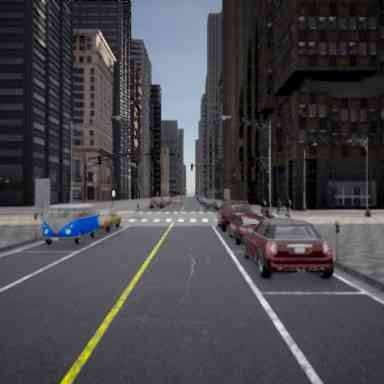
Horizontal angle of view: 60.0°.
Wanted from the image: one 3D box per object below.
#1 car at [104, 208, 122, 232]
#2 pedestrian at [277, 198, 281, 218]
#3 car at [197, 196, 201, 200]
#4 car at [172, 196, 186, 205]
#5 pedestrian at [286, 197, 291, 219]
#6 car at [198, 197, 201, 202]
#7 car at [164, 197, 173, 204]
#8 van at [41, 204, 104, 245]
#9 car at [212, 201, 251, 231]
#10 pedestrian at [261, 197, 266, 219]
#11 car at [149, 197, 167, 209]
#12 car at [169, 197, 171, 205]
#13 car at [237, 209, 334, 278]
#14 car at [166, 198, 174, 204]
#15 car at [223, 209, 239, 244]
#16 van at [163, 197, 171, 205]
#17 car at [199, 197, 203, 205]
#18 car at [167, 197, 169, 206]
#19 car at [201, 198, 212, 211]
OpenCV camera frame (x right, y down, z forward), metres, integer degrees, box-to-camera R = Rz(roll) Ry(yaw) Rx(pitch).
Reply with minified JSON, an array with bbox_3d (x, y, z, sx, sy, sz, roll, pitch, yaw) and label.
[{"bbox_3d":[-5.763,1.709,21.629,1.752,1.417,4.829,0,0,0],"label":"car"},{"bbox_3d":[7.136,1.373,27.457,0.375,1.860,0.375,0,0,0],"label":"pedestrian"},{"bbox_3d":[2.763,2.108,76.984,1.967,1.590,4.097,0,-1,0],"label":"car"},{"bbox_3d":[-2.998,1.976,71.724,2.097,1.767,4.553,0,-1,0],"label":"car"},{"bbox_3d":[8.136,1.374,28.057,0.375,1.860,0.375,0,0,0],"label":"pedestrian"},{"bbox_3d":[2.763,2.111,65.702,1.887,1.381,4.507,0,-1,0],"label":"car"},{"bbox_3d":[-5.762,2.159,82.616,1.967,1.590,4.097,0,-1,0],"label":"car"},{"bbox_3d":[-5.764,1.478,16.123,1.690,1.788,3.998,0,0,0],"label":"van"},{"bbox_3d":[2.761,1.500,21.811,2.192,1.841,5.009,0,0,0],"label":"car"},{"bbox_3d":[6.136,1.387,28.657,0.375,1.860,0.375,0,0,0],"label":"pedestrian"},{"bbox_3d":[-5.763,1.782,54.414,2.192,1.841,5.009,0,-1,0],"label":"car"},{"bbox_3d":[-5.762,2.133,65.694,1.947,1.339,4.313,0,-1,0],"label":"car"},{"bbox_3d":[2.761,1.529,10.455,1.967,1.590,4.097,0,0,0],"label":"car"},{"bbox_3d":[-5.762,2.294,88.085,1.752,1.417,4.829,0,-1,0],"label":"car"},{"bbox_3d":[2.762,1.719,16.131,1.802,1.307,4.206,0,0,0],"label":"car"},{"bbox_3d":[-5.763,2.009,76.976,1.690,1.788,3.998,0,-1,0],"label":"van"},{"bbox_3d":[2.763,2.067,60.062,2.008,1.369,4.403,0,-1,0],"label":"car"},{"bbox_3d":[-5.763,1.957,60.055,1.967,1.590,4.097,0,-1,0],"label":"car"},{"bbox_3d":[2.762,1.969,48.781,2.008,1.369,4.403,0,-1,0],"label":"car"}]
